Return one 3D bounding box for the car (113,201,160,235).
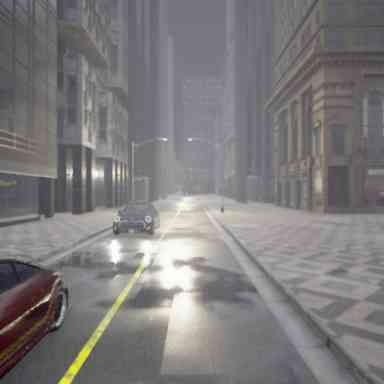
[{"bbox_3d":[-2.998,1.365,18.766,2.097,1.767,4.553,0,0,0],"label":"car"}]

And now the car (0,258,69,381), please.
[{"bbox_3d":[-3.090,1.566,4.036,1.994,1.385,4.181,0,0,0],"label":"car"}]
